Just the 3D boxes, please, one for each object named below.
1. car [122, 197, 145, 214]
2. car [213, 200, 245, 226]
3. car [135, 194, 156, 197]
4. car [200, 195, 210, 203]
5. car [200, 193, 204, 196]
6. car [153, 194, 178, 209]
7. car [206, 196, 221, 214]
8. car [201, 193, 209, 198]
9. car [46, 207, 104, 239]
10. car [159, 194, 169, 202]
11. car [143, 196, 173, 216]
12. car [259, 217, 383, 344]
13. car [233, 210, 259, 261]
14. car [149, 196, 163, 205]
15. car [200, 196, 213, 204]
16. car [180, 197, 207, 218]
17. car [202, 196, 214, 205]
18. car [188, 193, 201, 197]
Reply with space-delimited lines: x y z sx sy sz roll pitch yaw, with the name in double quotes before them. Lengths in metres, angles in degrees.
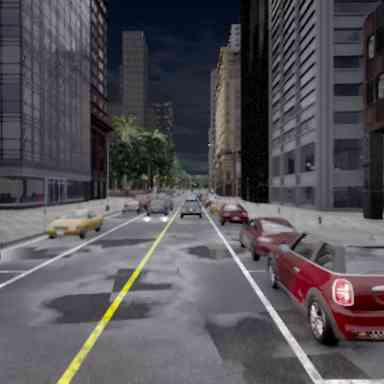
"car" -5.855 1.475 33.495 1.802 1.307 4.206 0 0 0
"car" 2.700 1.464 22.660 1.887 1.381 4.507 0 0 0
"car" -5.872 1.192 38.920 2.192 1.841 5.009 0 0 0
"car" 2.578 1.321 66.230 1.752 1.417 4.829 0 0 0
"car" 2.623 1.278 49.785 1.967 1.590 4.097 0 0 0
"car" -3.105 1.366 39.100 2.128 1.511 4.902 0 0 0
"car" 2.669 1.410 33.680 1.752 1.417 4.829 0 0 0
"car" 2.638 1.293 44.359 1.967 1.590 4.097 0 0 0
"car" -5.809 1.471 17.047 1.752 1.417 4.829 0 0 0
"car" -5.963 1.230 71.477 1.967 1.590 4.097 0 0 0
"car" -3.085 1.404 30.929 1.837 1.490 4.892 0 0 0
"car" 2.746 1.414 6.385 1.967 1.590 4.097 0 0 0
"car" 2.731 1.537 11.810 1.802 1.307 4.206 0 0 0
"car" -5.917 1.377 55.198 1.887 1.381 4.507 0 0 0
"car" 2.593 1.361 60.634 2.008 1.369 4.403 0 0 0
"car" -0.039 1.450 28.699 2.033 1.411 5.357 0 0 1
"car" 2.607 1.369 55.210 1.887 1.381 4.507 0 0 0
"car" -0.053 1.325 47.259 1.882 1.535 5.008 0 0 0
